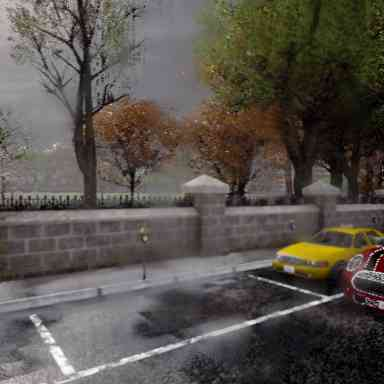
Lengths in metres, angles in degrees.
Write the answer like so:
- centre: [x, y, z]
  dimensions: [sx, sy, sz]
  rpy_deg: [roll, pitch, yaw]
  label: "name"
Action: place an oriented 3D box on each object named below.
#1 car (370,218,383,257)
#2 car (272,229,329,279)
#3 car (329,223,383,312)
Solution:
- centre: [9.108, 1.717, 13.056]
  dimensions: [4.403, 1.369, 2.008]
  rpy_deg: [1, -1, -35]
  label: "car"
- centre: [4.386, 1.626, 9.689]
  dimensions: [4.829, 1.417, 1.752]
  rpy_deg: [1, -1, -35]
  label: "car"
- centre: [5.266, 1.444, 7.132]
  dimensions: [4.553, 1.767, 2.097]
  rpy_deg: [1, 0, -35]
  label: "car"
